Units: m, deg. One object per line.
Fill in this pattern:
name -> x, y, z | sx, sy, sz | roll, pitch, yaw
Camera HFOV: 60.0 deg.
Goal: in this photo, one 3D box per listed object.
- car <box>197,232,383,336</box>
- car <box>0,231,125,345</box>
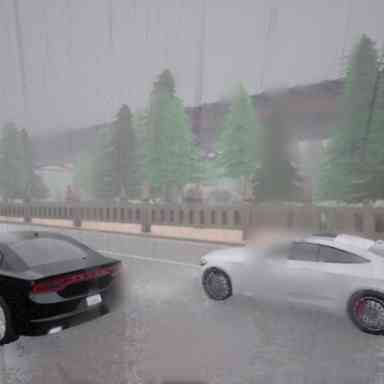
car -> 2.285, 1.535, 6.675 | 4.674, 1.442, 1.812 | 0, 0, 36
car -> -3.504, 1.509, 6.523 | 5.008, 1.535, 1.882 | 0, 0, 36
